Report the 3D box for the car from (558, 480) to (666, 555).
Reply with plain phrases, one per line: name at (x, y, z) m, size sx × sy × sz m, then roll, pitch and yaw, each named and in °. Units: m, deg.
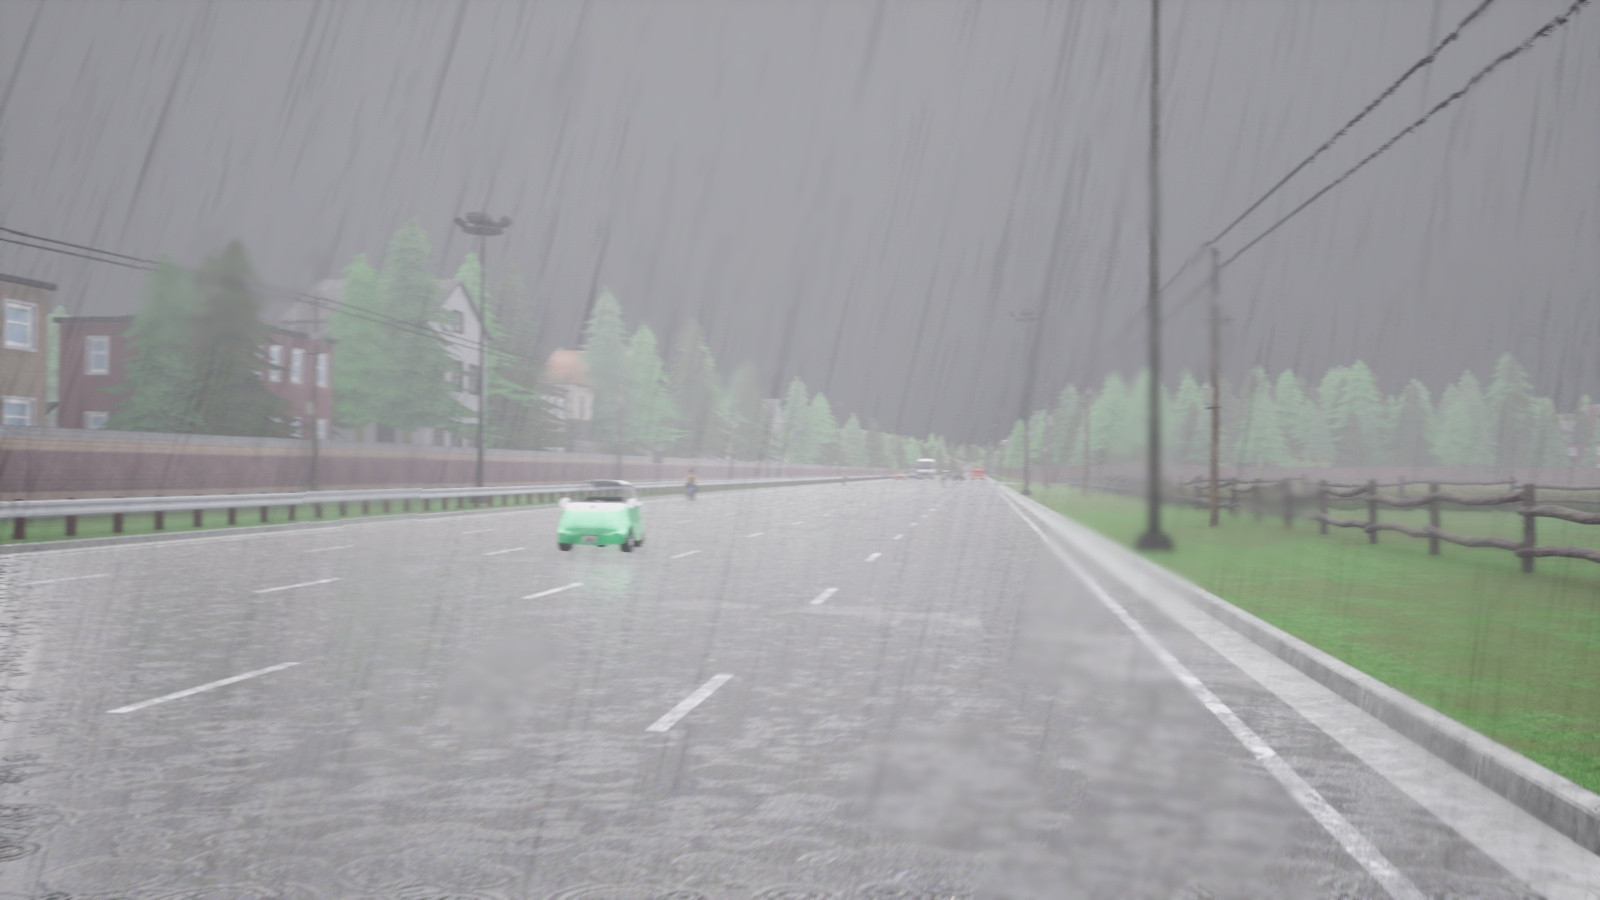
car at (-3.616, 1.283, 24.444) m, size 1.481 × 1.376 × 2.207 m, roll 0°, pitch -1°, yaw 8°
